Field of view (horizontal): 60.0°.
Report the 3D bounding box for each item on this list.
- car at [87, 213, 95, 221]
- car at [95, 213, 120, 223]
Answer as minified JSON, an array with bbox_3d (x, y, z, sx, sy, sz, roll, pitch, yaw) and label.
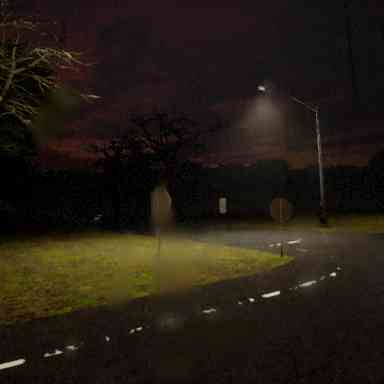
[{"bbox_3d":[-17.616,4.490,60.333,2.128,1.511,4.902,-1,-1,-34],"label":"car"},{"bbox_3d":[-13.613,4.258,54.557,2.033,1.411,5.357,-1,-2,-34],"label":"car"}]
